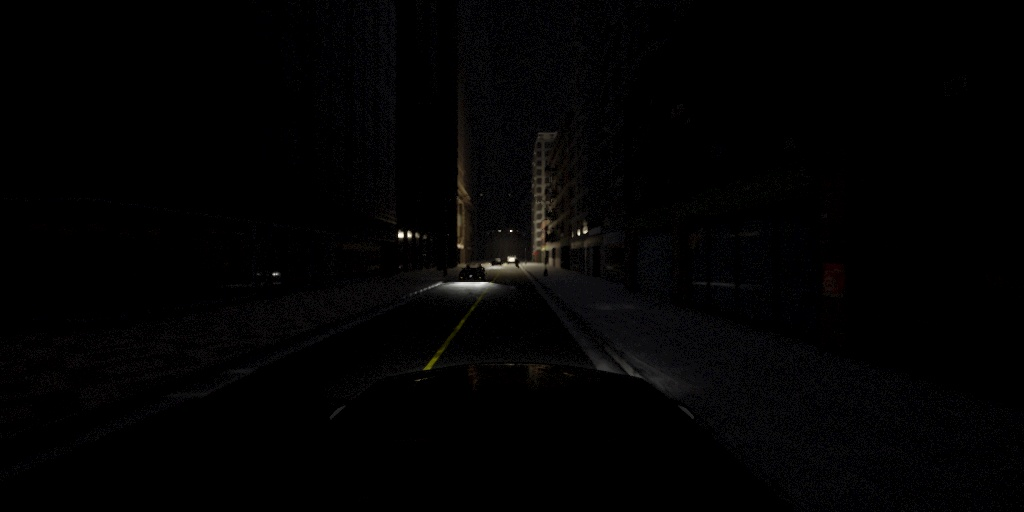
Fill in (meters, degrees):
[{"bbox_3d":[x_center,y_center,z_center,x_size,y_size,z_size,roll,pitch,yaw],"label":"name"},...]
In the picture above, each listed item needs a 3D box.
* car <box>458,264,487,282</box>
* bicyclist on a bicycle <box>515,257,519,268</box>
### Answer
[{"bbox_3d":[-3.096,1.319,28.837,1.994,1.385,4.181,0,0,0],"label":"car"},{"bbox_3d":[0.828,1.200,59.120,0.582,1.620,1.656,0,0,0],"label":"bicyclist on a bicycle"}]
